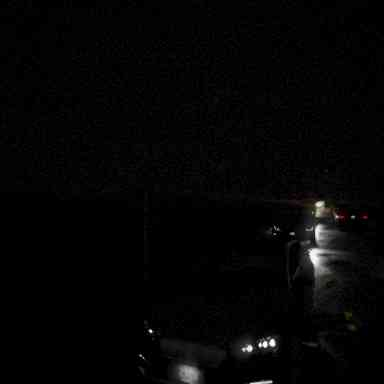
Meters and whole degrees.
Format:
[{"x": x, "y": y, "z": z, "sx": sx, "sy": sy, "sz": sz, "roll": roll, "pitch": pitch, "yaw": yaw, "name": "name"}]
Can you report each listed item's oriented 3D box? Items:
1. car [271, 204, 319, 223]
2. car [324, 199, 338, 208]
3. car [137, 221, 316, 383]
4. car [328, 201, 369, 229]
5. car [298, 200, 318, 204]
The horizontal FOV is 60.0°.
[{"x": 5.049, "y": 1.520, "z": 16.161, "sx": 1.837, "sy": 1.490, "sz": 4.892, "roll": -1, "pitch": 0, "yaw": 20, "name": "car"}, {"x": 19.587, "y": 1.601, "z": 46.681, "sx": 1.895, "sy": 1.301, "sz": 4.718, "roll": -1, "pitch": 0, "yaw": 20, "name": "car"}, {"x": 0.954, "y": 1.518, "z": 5.503, "sx": 2.128, "sy": 1.511, "sz": 4.902, "roll": -1, "pitch": 0, "yaw": 24, "name": "car"}, {"x": 10.251, "y": 1.521, "z": 21.670, "sx": 2.033, "sy": 1.411, "sz": 5.357, "roll": -1, "pitch": 0, "yaw": 20, "name": "car"}, {"x": 9.089, "y": 1.604, "z": 26.971, "sx": 1.895, "sy": 1.301, "sz": 4.718, "roll": -1, "pitch": 0, "yaw": 21, "name": "car"}]
